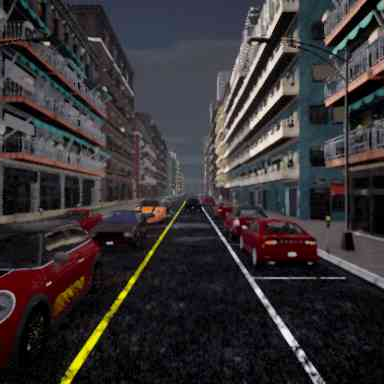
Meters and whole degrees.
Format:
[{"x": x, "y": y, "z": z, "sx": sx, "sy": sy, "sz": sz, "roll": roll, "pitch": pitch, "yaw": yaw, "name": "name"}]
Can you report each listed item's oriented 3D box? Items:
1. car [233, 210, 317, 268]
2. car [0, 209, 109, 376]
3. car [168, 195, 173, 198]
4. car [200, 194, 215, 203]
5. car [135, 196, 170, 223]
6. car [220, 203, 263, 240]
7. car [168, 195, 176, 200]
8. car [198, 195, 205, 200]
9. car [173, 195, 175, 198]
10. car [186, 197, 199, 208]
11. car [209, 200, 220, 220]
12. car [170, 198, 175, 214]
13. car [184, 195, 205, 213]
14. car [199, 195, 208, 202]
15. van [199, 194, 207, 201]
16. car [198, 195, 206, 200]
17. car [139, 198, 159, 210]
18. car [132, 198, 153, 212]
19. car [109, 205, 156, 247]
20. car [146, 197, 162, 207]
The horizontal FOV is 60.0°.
[{"x": 2.696, "y": 1.537, "z": 11.174, "sx": 1.887, "sy": 1.381, "sz": 4.507, "roll": 1, "pitch": 0, "yaw": 0, "name": "car"}, {"x": -3.075, "y": 1.348, "z": 5.739, "sx": 2.097, "sy": 1.767, "sz": 4.553, "roll": 0, "pitch": 0, "yaw": -1, "name": "car"}, {"x": -5.694, "y": 1.515, "z": 71.945, "sx": 2.008, "sy": 1.369, "sz": 4.403, "roll": 1, "pitch": 0, "yaw": 0, "name": "car"}, {"x": 2.991, "y": 1.319, "z": 59.487, "sx": 2.097, "sy": 1.767, "sz": 4.553, "roll": 0, "pitch": 0, "yaw": 0, "name": "car"}, {"x": -3.095, "y": 1.336, "z": 25.020, "sx": 2.097, "sy": 1.767, "sz": 4.553, "roll": 0, "pitch": 0, "yaw": 0, "name": "car"}, {"x": 2.696, "y": 1.429, "z": 16.698, "sx": 1.967, "sy": 1.590, "sz": 4.097, "roll": 1, "pitch": 0, "yaw": 0, "name": "car"}, {"x": -5.697, "y": 1.511, "z": 94.039, "sx": 2.008, "sy": 1.369, "sz": 4.403, "roll": 1, "pitch": 0, "yaw": 0, "name": "car"}, {"x": 2.684, "y": 1.505, "z": 94.027, "sx": 1.887, "sy": 1.381, "sz": 4.507, "roll": 0, "pitch": 0, "yaw": 0, "name": "car"}, {"x": -5.696, "y": 1.512, "z": 88.516, "sx": 2.008, "sy": 1.369, "sz": 4.403, "roll": 1, "pitch": 0, "yaw": 0, "name": "car"}, {"x": 0.093, "y": 1.479, "z": 48.294, "sx": 1.837, "sy": 1.490, "sz": 4.892, "roll": 0, "pitch": 0, "yaw": 0, "name": "car"}, {"x": 2.693, "y": 1.565, "z": 27.745, "sx": 1.802, "sy": 1.307, "sz": 4.206, "roll": 1, "pitch": 0, "yaw": 0, "name": "car"}, {"x": -3.067, "y": 1.580, "z": 34.879, "sx": 1.895, "sy": 1.301, "sz": 4.718, "roll": 0, "pitch": 0, "yaw": 0, "name": "car"}, {"x": 0.092, "y": 1.455, "z": 37.240, "sx": 1.882, "sy": 1.535, "sz": 5.008, "roll": 0, "pitch": 0, "yaw": 0, "name": "car"}, {"x": 2.687, "y": 1.402, "z": 77.456, "sx": 1.967, "sy": 1.590, "sz": 4.097, "roll": 1, "pitch": 0, "yaw": 0, "name": "car"}, {"x": 2.687, "y": 1.302, "z": 82.980, "sx": 1.690, "sy": 1.788, "sz": 3.998, "roll": 1, "pitch": 0, "yaw": 0, "name": "van"}, {"x": 2.685, "y": 1.505, "z": 88.503, "sx": 1.887, "sy": 1.381, "sz": 4.507, "roll": 0, "pitch": 0, "yaw": 0, "name": "car"}, {"x": -5.690, "y": 1.525, "z": 44.328, "sx": 2.008, "sy": 1.369, "sz": 4.403, "roll": 1, "pitch": 0, "yaw": 0, "name": "car"}, {"x": -5.689, "y": 1.502, "z": 38.635, "sx": 1.752, "sy": 1.417, "sz": 4.829, "roll": 1, "pitch": 0, "yaw": 0, "name": "car"}, {"x": -3.103, "y": 1.538, "z": 15.231, "sx": 2.033, "sy": 1.411, "sz": 5.357, "roll": 0, "pitch": 0, "yaw": 0, "name": "car"}, {"x": -5.691, "y": 1.517, "z": 49.852, "sx": 1.887, "sy": 1.381, "sz": 4.507, "roll": 1, "pitch": 0, "yaw": 0, "name": "car"}]
